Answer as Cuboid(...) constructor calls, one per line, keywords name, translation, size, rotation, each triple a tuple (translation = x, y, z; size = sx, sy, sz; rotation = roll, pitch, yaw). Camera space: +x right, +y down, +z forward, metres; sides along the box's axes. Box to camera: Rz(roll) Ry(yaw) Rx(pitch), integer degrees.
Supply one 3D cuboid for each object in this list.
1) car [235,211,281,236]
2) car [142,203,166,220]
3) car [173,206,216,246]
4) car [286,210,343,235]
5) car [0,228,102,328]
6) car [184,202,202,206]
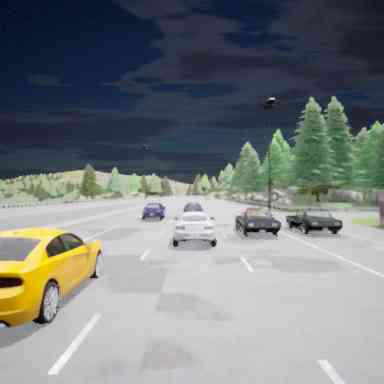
Cuboid(name="car", translation=(3.609, 1.726, 19.185), size=(1.895, 1.301, 4.718), rotation=(0, 0, 0))
Cuboid(name="car", translation=(-3.386, 1.722, 30.277), size=(1.812, 1.442, 4.674), rotation=(0, 0, 0))
Cuboid(name="car", translation=(0.109, 1.629, 15.802), size=(1.812, 1.442, 4.674), rotation=(0, 0, 0))
Cuboid(name="car", translation=(7.110, 1.731, 19.933), size=(1.895, 1.301, 4.718), rotation=(0, 0, 0))
Cuboid(name="car", translation=(-3.395, 1.525, 7.248), size=(1.882, 1.535, 5.008), rotation=(0, 0, 0))
Cuboid(name="car", translation=(0.115, 1.795, 35.510), size=(1.994, 1.385, 4.181), rotation=(0, 0, 0))
